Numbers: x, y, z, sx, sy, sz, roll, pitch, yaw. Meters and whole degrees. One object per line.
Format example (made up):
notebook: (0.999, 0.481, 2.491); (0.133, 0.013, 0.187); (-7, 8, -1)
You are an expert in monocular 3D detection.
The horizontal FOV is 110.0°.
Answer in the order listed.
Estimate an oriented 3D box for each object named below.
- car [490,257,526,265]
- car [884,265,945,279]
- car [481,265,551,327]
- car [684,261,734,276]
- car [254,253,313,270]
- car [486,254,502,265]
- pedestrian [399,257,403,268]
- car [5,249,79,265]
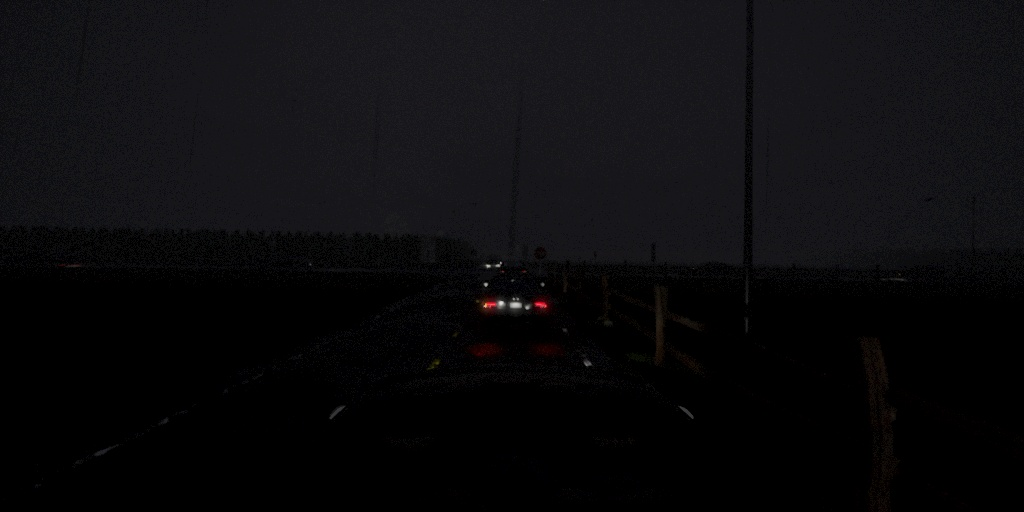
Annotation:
car: (0.095, 1.010, 20.823); (2.128, 1.511, 4.902); (0, 1, 1)
car: (41.273, 1.610, 36.822); (4.892, 1.490, 1.837); (2, 0, 0)
car: (0.080, 1.185, 10.990); (2.033, 1.411, 5.357); (0, 1, 0)
car: (20.183, 1.251, 36.742); (4.674, 1.442, 1.812); (1, 0, 0)
car: (-21.338, 0.488, 33.575); (4.902, 1.511, 2.128); (1, 0, 0)
car: (-2.940, 0.436, 56.630); (2.097, 1.767, 4.553); (0, 1, 0)
pedestrian: (-12.251, 0.706, 39.597); (0.375, 1.300, 0.375); (0, -1, 0)
car: (-43.755, 0.206, 33.487); (4.718, 1.301, 1.895); (1, 0, 0)
